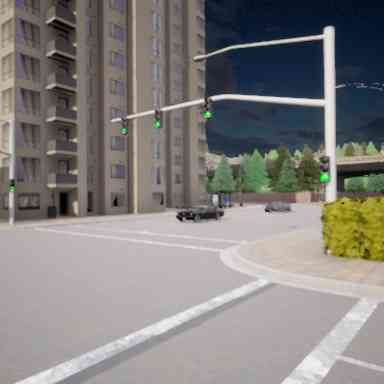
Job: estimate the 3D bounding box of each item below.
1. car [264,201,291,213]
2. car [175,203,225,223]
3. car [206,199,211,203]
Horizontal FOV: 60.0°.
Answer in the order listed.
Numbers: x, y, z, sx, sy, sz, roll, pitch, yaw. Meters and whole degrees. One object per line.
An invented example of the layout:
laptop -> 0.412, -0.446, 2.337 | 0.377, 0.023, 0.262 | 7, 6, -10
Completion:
car -> 10.340, 1.819, 40.063 | 1.994, 1.385, 4.181 | -1, -1, 39
car -> 0.724, 1.838, 28.132 | 1.895, 1.301, 4.718 | -1, -1, 39
car -> 2.099, 2.065, 70.738 | 4.902, 1.511, 2.128 | -1, -1, 39
